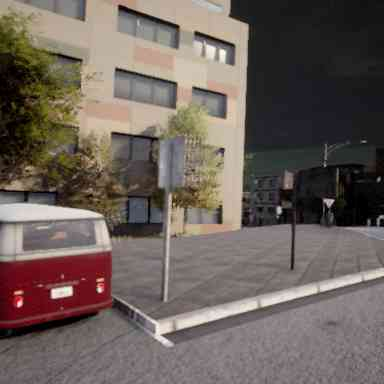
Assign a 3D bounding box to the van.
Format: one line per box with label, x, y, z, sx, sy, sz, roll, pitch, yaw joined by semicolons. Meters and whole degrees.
van;-3.226;1.258;6.809;1.878;1.987;4.442;0;0;-35
